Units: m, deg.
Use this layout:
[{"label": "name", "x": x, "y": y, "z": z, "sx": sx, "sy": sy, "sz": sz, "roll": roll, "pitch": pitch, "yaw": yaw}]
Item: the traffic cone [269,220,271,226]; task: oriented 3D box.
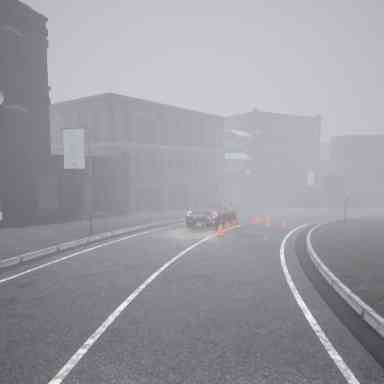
[{"label": "traffic cone", "x": 5.164, "y": 1.994, "z": 22.414, "sx": 0.340, "sy": 0.580, "sz": 0.340, "roll": 2, "pitch": 1, "yaw": 17}]

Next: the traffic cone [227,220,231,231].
[{"label": "traffic cone", "x": 2.065, "y": 1.926, "z": 19.200, "sx": 0.340, "sy": 0.580, "sz": 0.340, "roll": 2, "pitch": 1, "yaw": 18}]

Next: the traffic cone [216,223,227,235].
[{"label": "traffic cone", "x": 1.465, "y": 1.926, "z": 17.292, "sx": 0.340, "sy": 0.580, "sz": 0.340, "roll": 2, "pitch": 0, "yaw": 17}]

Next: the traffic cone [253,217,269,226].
[{"label": "traffic cone", "x": 4.250, "y": 1.741, "z": 20.407, "sx": 0.580, "sy": 0.340, "sz": 0.340, "roll": 11, "pitch": -12, "yaw": -27}]

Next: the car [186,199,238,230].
[{"label": "car", "x": 1.341, "y": 1.277, "z": 21.055, "sx": 2.097, "sy": 1.767, "sz": 4.553, "roll": 2, "pitch": 1, "yaw": 25}]

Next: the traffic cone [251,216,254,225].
[{"label": "traffic cone", "x": 4.210, "y": 1.959, "z": 22.709, "sx": 0.340, "sy": 0.580, "sz": 0.340, "roll": 2, "pitch": 1, "yaw": 17}]
